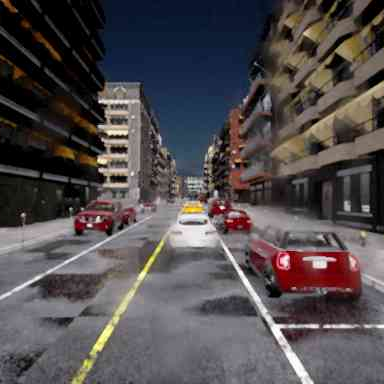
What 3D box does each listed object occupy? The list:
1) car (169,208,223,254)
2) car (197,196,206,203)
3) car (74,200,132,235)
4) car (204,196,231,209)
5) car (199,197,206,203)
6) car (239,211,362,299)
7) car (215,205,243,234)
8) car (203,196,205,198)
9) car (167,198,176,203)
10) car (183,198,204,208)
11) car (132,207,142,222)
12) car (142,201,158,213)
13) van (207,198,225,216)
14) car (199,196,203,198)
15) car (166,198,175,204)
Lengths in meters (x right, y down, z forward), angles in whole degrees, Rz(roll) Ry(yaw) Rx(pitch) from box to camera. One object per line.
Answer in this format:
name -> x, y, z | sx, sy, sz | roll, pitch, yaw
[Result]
car -> 0.034, 1.601, 13.840 | 1.812, 1.442, 4.674 | 0, 0, -1
car -> 2.626, 1.954, 91.087 | 2.192, 1.841, 5.009 | 1, -1, 0
car -> -5.284, 1.426, 19.717 | 2.192, 1.841, 5.009 | 1, 0, 0
car -> 2.567, 1.498, 30.721 | 2.192, 1.841, 5.009 | 1, 0, 0
car -> 2.621, 2.120, 85.691 | 1.752, 1.417, 4.829 | 1, 0, 0
car -> 2.555, 1.486, 8.595 | 1.967, 1.590, 4.097 | 1, 0, 0
car -> 2.557, 1.692, 19.657 | 1.802, 1.307, 4.206 | 1, 0, 0
car -> 2.622, 1.865, 79.963 | 2.192, 1.841, 5.009 | 1, 0, 0
car -> -5.260, 2.159, 85.480 | 1.947, 1.339, 4.313 | 1, 0, 0
car -> 0.116, 1.688, 34.653 | 1.882, 1.535, 5.008 | 0, 0, 0
car -> -5.287, 1.691, 25.247 | 1.887, 1.381, 4.507 | 1, 0, 0
car -> -5.280, 1.846, 41.840 | 1.802, 1.307, 4.206 | 1, 0, 0
van -> 2.569, 1.563, 36.252 | 1.690, 1.788, 3.998 | 1, 0, 0
car -> 0.161, 1.667, 48.723 | 2.097, 1.767, 4.553 | 0, 0, 1
car -> -5.262, 2.116, 79.919 | 1.947, 1.339, 4.313 | 1, 0, 0
